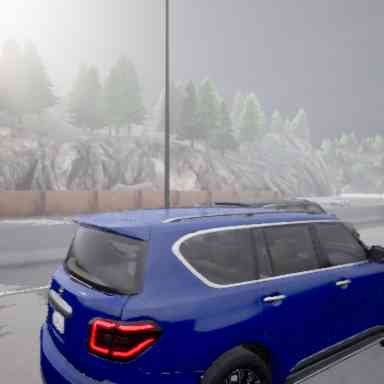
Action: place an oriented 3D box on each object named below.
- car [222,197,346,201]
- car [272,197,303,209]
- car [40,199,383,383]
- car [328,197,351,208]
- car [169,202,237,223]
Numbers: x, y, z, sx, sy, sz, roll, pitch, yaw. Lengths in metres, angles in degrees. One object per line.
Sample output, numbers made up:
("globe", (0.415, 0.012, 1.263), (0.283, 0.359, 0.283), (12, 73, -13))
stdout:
("car", (2.873, 1.221, 10.216), (5.566, 2.045, 2.150), (0, 0, -36))
("car", (13.383, 1.477, 46.230), (5.008, 1.535, 1.882), (0, 0, -44))
("car", (0.994, 1.221, 4.502), (5.566, 2.045, 2.150), (0, 0, -36))
("car", (22.312, 1.525, 50.221), (1.812, 1.442, 4.674), (0, 0, 44))
("car", (0.946, 1.547, 26.488), (5.357, 1.411, 2.033), (0, 0, -37))
